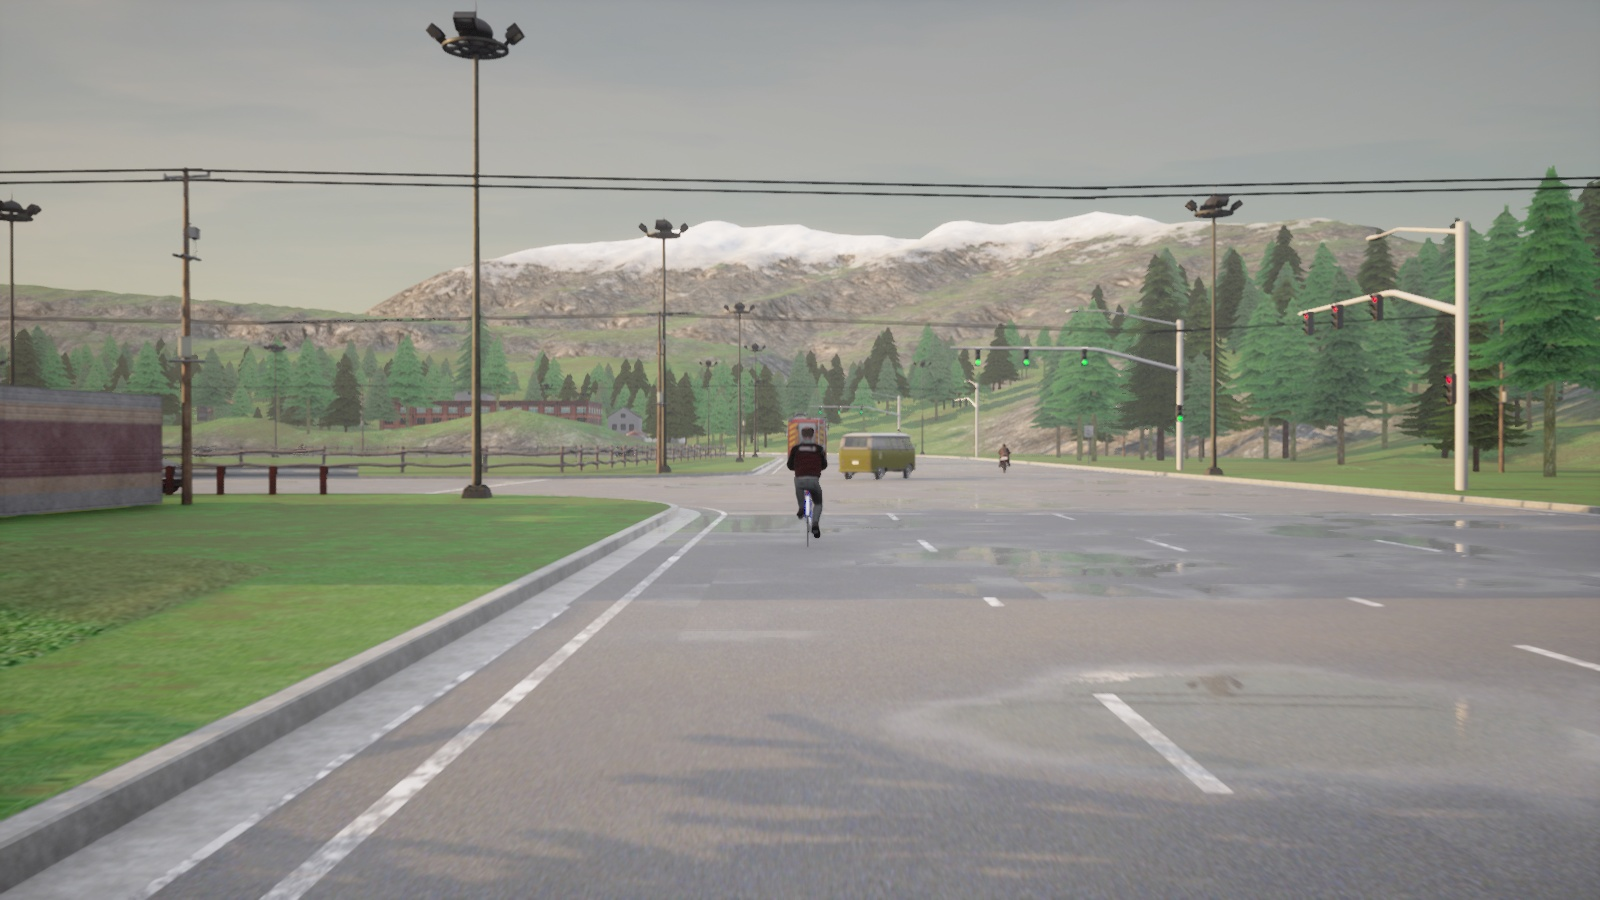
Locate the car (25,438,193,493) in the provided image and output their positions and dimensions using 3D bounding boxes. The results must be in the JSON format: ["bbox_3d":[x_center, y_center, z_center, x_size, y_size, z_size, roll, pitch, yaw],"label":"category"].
[{"bbox_3d":[-20.485,0.443,37.347,3.988,1.617,1.851,0,0,0],"label":"car"}]

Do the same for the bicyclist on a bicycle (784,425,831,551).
[{"bbox_3d":[0.116,0.525,18.570,0.659,1.776,1.843,0,0,0],"label":"bicyclist on a bicycle"}]

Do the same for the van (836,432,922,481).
[{"bbox_3d":[3.406,0.237,53.557,1.775,1.987,4.442,0,1,31],"label":"van"}]

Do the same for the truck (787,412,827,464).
[{"bbox_3d":[0.538,-0.891,95.356,2.891,3.827,8.468,0,0,0],"label":"truck"}]
